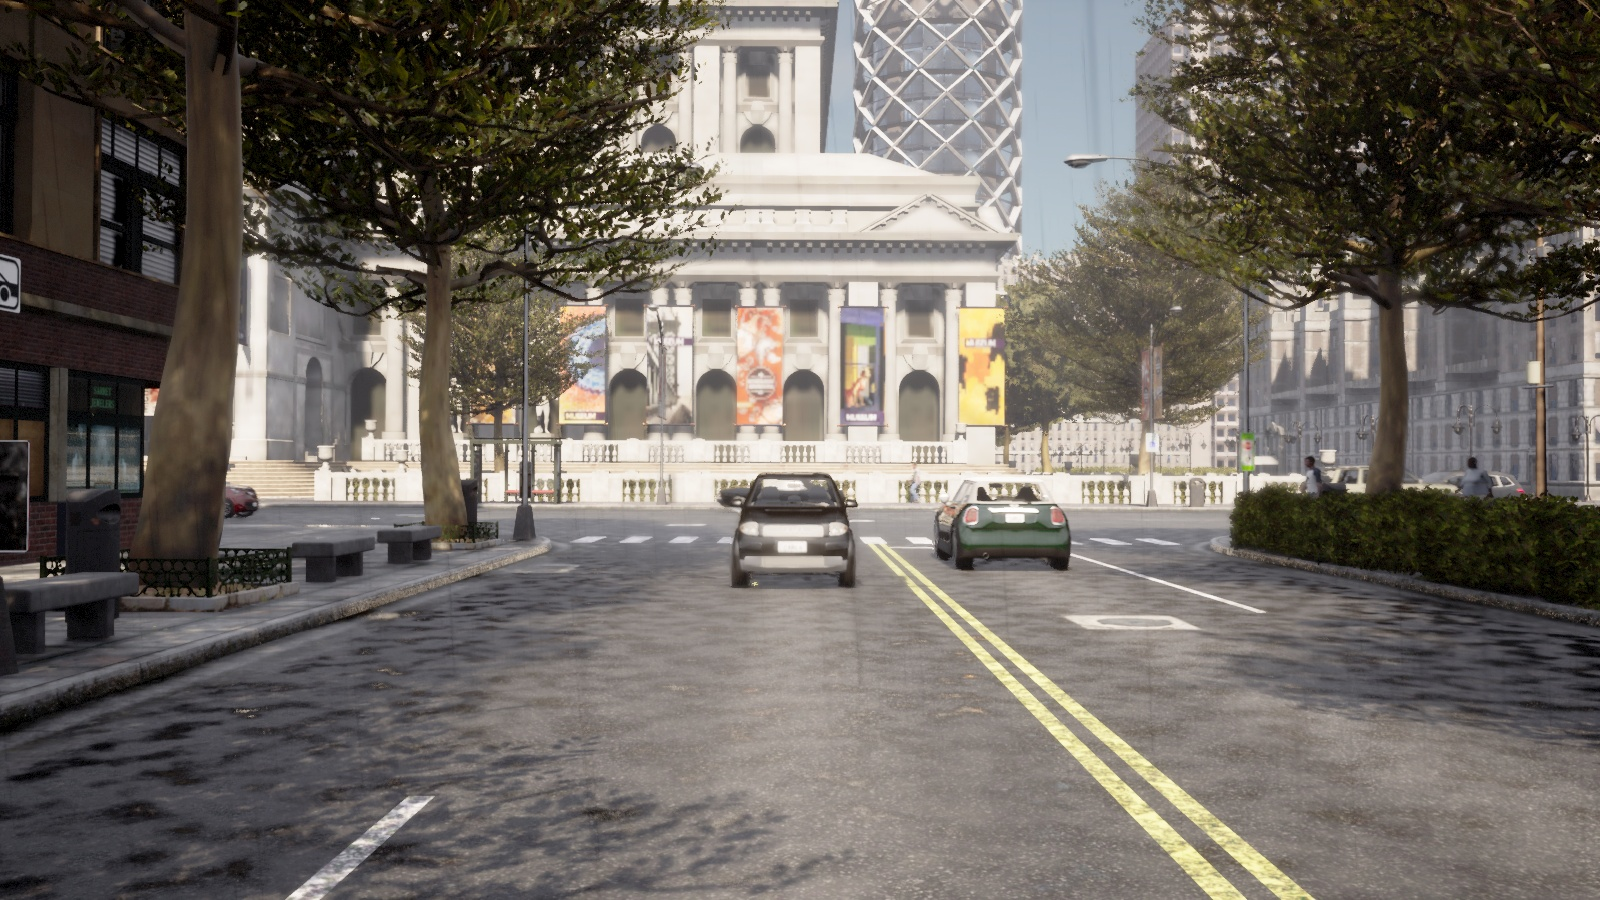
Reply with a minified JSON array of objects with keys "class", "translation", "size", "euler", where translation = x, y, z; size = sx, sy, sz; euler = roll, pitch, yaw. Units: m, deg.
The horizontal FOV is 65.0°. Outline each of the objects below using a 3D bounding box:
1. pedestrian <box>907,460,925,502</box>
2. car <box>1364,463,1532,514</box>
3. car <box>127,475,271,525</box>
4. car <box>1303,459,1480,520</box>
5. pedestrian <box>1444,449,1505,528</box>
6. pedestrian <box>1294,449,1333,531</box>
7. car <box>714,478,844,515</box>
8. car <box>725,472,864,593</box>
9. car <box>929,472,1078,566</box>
[{"class":"pedestrian","translation":[5.110,1.378,55.353],"size":[0.706,1.836,0.354],"euler":[0,-1,-5]},{"class":"car","translation":[22.125,1.291,43.016],"size":[4.611,1.667,2.242],"euler":[0,-1,-2]},{"class":"car","translation":[-18.884,1.567,39.560],"size":[3.633,1.501,1.845],"euler":[0,-1,0]},{"class":"car","translation":[18.511,1.218,39.449],"size":[4.605,1.855,1.932],"euler":[0,-1,0]},{"class":"pedestrian","translation":[16.002,0.907,29.824],"size":[0.900,1.855,0.874],"euler":[0,-1,-14]},{"class":"pedestrian","translation":[11.655,0.902,28.506],"size":[0.706,1.836,0.354],"euler":[0,-1,-2]},{"class":"car","translation":[-0.771,1.697,46.521],"size":[4.718,1.301,1.895],"euler":[0,-1,-1]},{"class":"car","translation":[-0.075,1.095,17.977],"size":[1.789,1.549,3.705],"euler":[0,-1,0]},{"class":"car","translation":[3.413,1.131,21.760],"size":[1.970,1.475,3.806],"euler":[0,-1,0]}]
